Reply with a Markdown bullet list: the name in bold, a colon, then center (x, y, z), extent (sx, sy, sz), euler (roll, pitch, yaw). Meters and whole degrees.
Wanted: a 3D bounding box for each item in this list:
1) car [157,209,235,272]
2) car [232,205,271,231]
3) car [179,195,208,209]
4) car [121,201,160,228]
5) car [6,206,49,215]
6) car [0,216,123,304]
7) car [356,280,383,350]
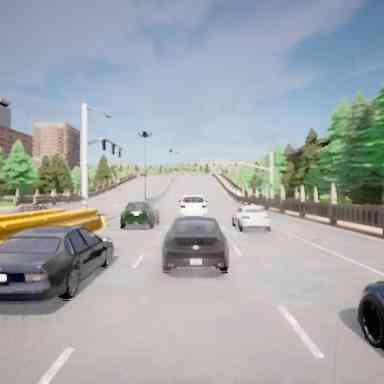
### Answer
- **car**: center (0.098, 1.519, 10.795), extent (1.837, 1.490, 4.892), euler (0, 0, 0)
- **car**: center (3.596, 1.553, 20.526), extent (1.812, 1.442, 4.674), euler (0, 0, 0)
- **car**: center (0.102, 1.259, 27.515), extent (2.150, 2.045, 5.566), euler (0, 0, 0)
- **car**: center (-3.402, 1.382, 22.477), extent (2.097, 1.767, 4.553), euler (0, 0, 0)
- **car**: center (-10.501, 1.620, 21.611), extent (2.033, 1.411, 5.357), euler (0, 0, 0)
- **car**: center (-3.401, 1.559, 8.369), extent (2.033, 1.411, 5.357), euler (0, 0, 0)
- **car**: center (3.598, 1.569, 3.595), extent (1.994, 1.385, 4.181), euler (0, 0, 0)
